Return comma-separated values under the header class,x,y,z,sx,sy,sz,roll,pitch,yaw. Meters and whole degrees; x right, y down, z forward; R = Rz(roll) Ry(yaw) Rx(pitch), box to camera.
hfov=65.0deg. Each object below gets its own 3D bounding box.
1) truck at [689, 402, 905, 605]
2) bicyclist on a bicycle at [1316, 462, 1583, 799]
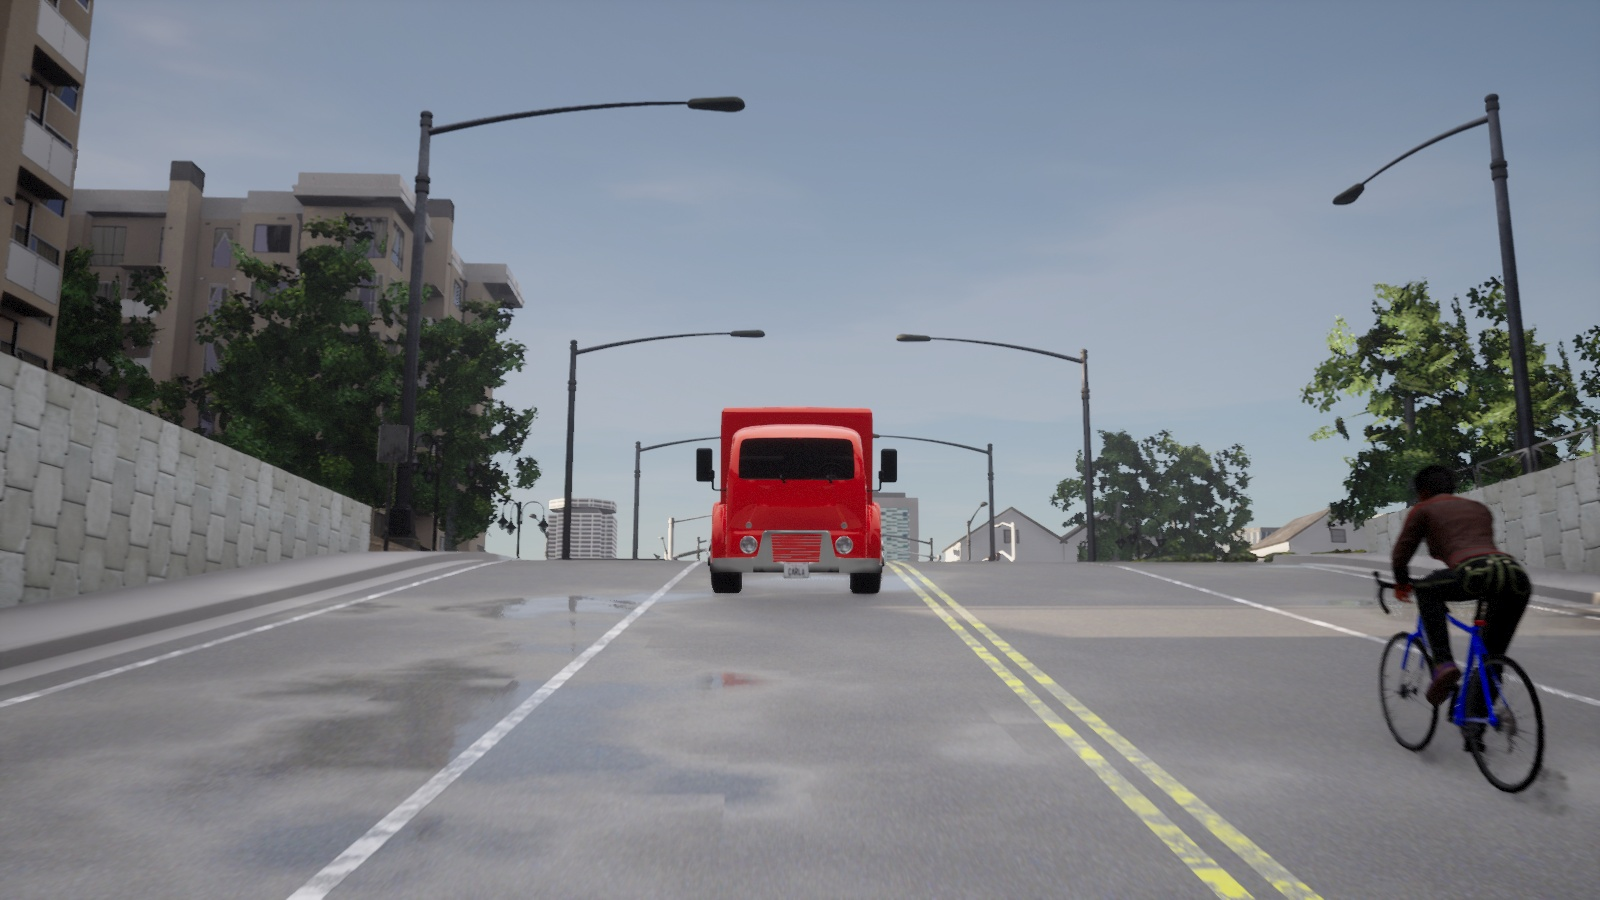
class,x,y,z,sx,sy,sz,roll,pitch,yaw
truck,-0.047,0.667,17.947,2.627,2.467,5.204,0,0,0
bicyclist on a bicycle,3.482,0.894,6.908,0.582,1.620,1.656,0,-2,0
